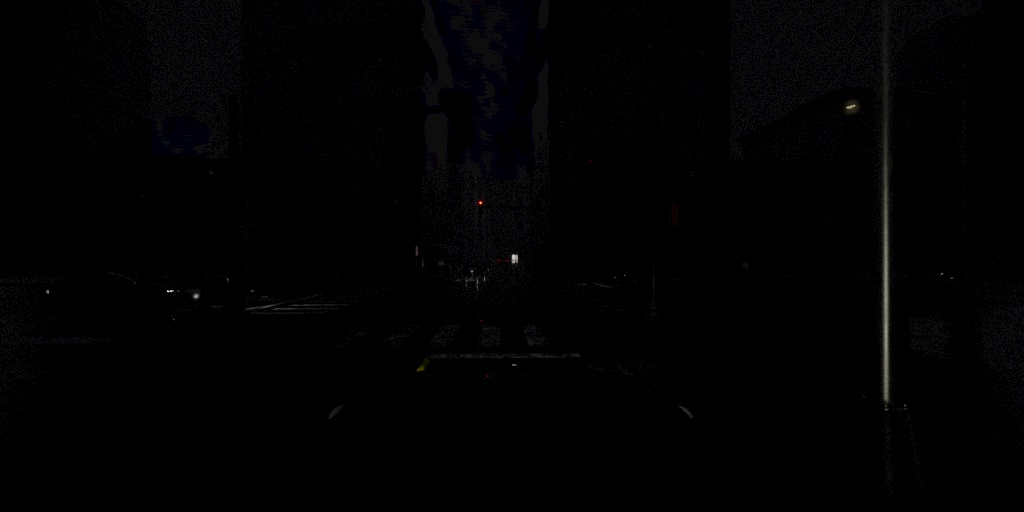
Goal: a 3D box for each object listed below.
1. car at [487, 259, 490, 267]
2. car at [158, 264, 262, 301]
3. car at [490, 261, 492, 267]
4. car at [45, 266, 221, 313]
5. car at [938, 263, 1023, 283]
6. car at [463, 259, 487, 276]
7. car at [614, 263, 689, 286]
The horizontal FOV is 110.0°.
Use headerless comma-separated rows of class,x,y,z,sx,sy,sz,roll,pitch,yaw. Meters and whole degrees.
car,-4.293,1.284,47.912,1.837,1.490,4.892,0,0,-2
car,-14.616,1.151,17.061,4.553,1.767,2.097,0,0,-2
car,-4.741,1.290,64.909,2.128,1.511,4.902,0,0,-1
car,-14.651,1.287,13.804,4.902,1.511,2.128,0,0,-2
car,33.572,1.165,25.271,5.357,1.411,2.033,0,0,-2
car,-4.005,1.260,37.534,2.128,1.511,4.902,0,0,-2
car,9.471,1.203,24.523,4.892,1.490,1.837,0,0,-2
